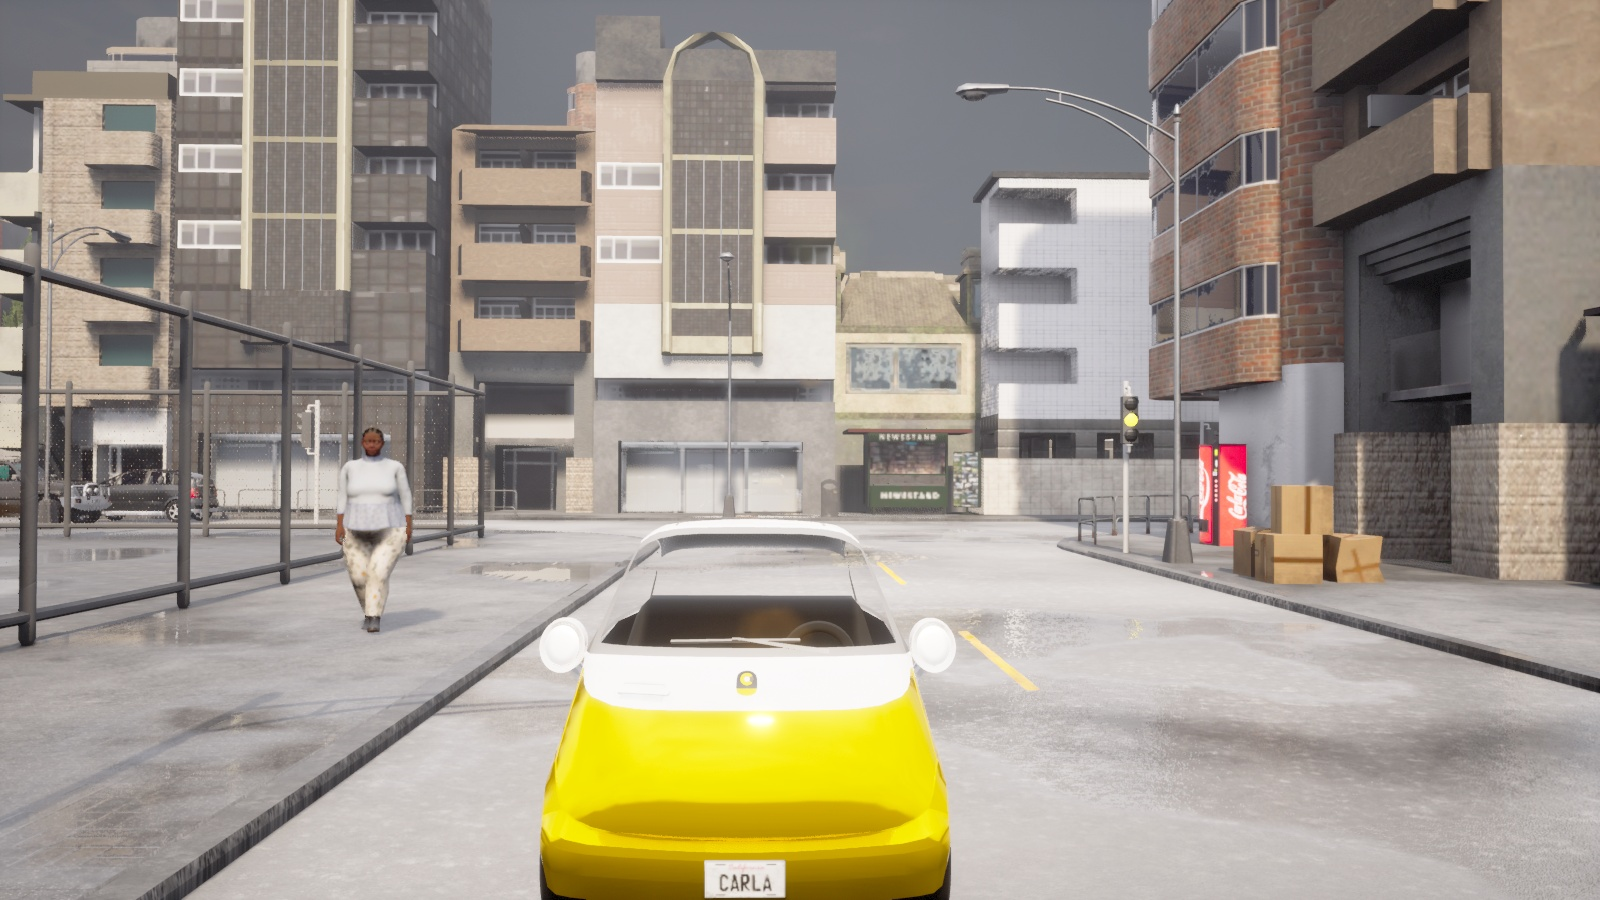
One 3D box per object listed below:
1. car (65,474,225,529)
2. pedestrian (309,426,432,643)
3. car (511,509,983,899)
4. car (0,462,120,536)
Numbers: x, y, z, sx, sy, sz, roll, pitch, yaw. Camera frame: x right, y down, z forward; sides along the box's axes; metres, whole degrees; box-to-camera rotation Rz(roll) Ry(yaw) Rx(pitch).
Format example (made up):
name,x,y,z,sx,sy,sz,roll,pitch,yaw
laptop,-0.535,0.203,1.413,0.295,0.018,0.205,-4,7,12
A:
name,x,y,z,sx,sy,sz,roll,pitch,yaw
car,-19.040,1.483,36.607,3.705,1.549,1.789,0,-1,-2
pedestrian,-3.817,0.728,11.239,0.874,1.855,0.900,0,-1,-8
car,-0.190,0.955,5.061,1.481,1.376,2.207,0,-1,-1
car,-20.481,1.259,32.573,4.605,1.855,1.932,0,-1,-1
